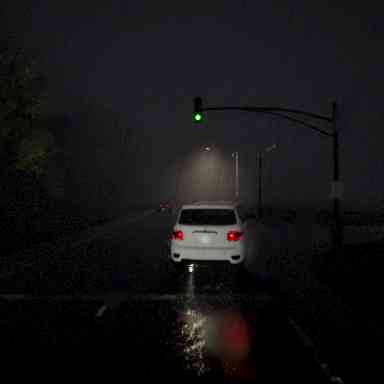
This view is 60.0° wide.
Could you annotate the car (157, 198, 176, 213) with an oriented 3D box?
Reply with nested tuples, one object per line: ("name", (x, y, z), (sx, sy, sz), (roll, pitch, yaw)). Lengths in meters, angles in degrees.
("car", (-3.389, 1.839, 42.282), (1.837, 1.490, 4.892), (0, 0, 0))

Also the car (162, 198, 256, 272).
("car", (0.919, 1.317, 11.375), (2.150, 2.045, 5.566), (-1, 0, 12))
